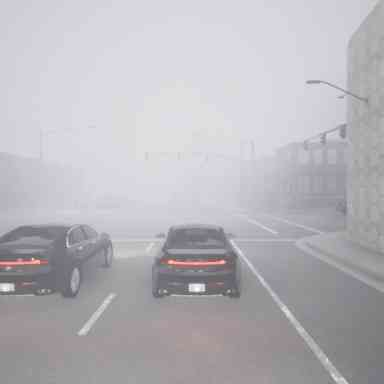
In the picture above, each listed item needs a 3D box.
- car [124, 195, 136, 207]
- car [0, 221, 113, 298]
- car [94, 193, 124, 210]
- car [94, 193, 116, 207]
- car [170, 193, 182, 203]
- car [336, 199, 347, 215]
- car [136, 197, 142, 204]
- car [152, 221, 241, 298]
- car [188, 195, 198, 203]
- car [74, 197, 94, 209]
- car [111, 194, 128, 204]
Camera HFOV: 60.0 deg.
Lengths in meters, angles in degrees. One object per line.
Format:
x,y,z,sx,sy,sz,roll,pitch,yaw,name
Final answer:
-10.429,1.342,51.082,2.097,1.767,4.553,0,0,0,car
-3.395,1.503,8.525,1.837,1.490,4.892,0,0,0,car
-10.459,1.343,42.228,2.097,1.767,4.553,0,0,0,car
-13.914,1.210,53.679,2.150,2.045,5.566,0,0,0,car
-3.288,1.207,68.287,2.150,2.045,5.566,0,0,0,car
14.906,0.759,27.549,5.566,2.045,2.150,-5,0,0,car
-10.372,1.551,60.975,1.994,1.385,4.181,0,0,1,car
0.105,1.503,8.509,1.837,1.490,4.892,0,0,0,car
0.212,1.338,68.220,2.097,1.767,4.553,0,0,0,car
-13.952,1.483,43.728,2.128,1.511,4.902,0,0,0,car
-13.843,1.339,63.846,2.097,1.767,4.553,0,0,1,car
